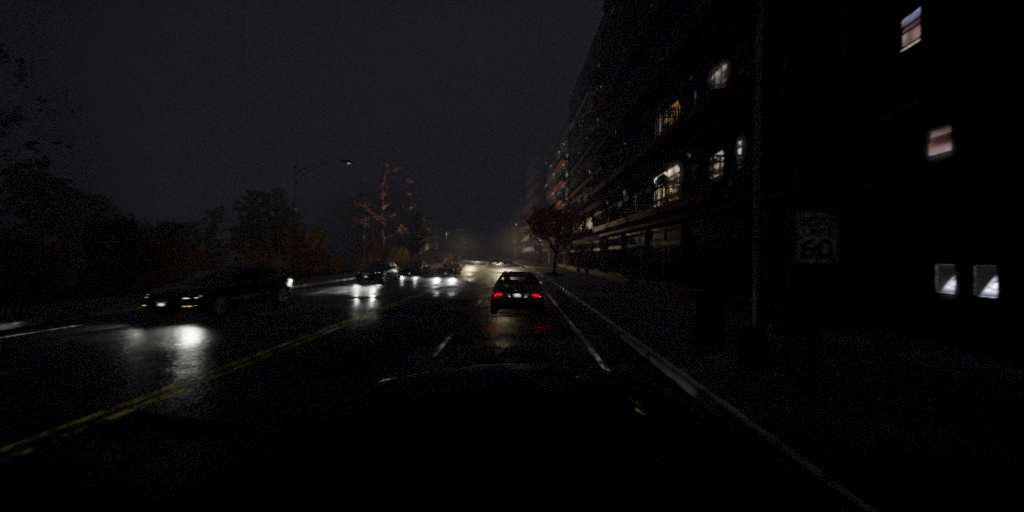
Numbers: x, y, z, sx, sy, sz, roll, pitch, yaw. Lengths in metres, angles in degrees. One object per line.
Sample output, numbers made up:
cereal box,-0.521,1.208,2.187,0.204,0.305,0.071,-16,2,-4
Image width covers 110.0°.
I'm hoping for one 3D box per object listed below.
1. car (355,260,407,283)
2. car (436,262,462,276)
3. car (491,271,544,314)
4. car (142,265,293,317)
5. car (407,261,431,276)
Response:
car,-9.506,1.072,25.775,2.128,1.511,4.902,1,0,0
car,-6.146,1.306,35.417,1.895,1.301,4.718,1,0,0
car,0.208,1.298,13.872,2.033,1.411,5.357,1,0,1
car,-9.675,1.085,12.343,1.837,1.490,4.892,1,0,1
car,-9.396,1.198,35.435,2.033,1.411,5.357,1,0,0
